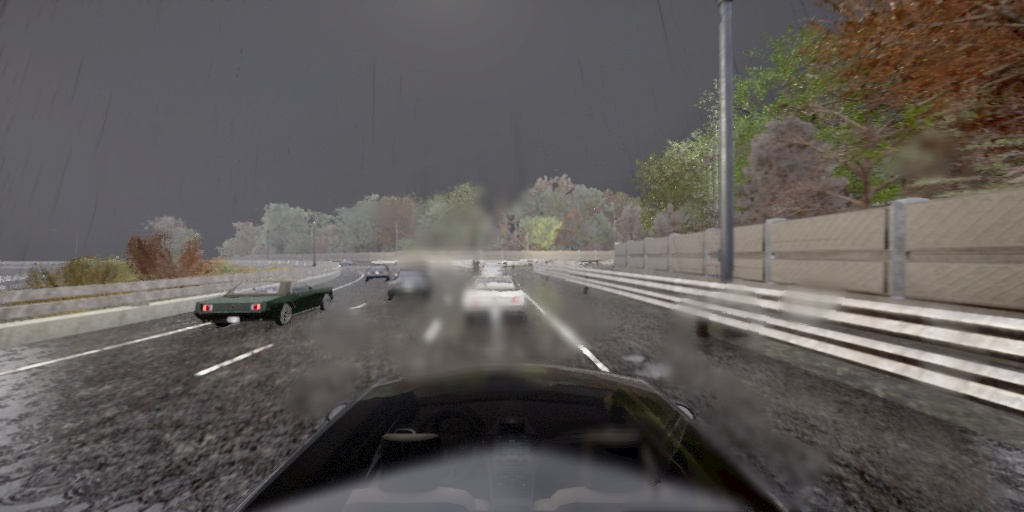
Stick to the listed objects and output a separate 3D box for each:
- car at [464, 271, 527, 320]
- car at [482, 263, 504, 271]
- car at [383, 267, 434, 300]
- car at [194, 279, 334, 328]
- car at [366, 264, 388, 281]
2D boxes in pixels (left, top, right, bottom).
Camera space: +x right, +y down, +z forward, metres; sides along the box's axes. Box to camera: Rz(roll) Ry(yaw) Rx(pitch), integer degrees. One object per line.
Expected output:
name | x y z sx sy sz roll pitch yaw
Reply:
car | -0.626 1.376 12.853 1.895 1.301 4.718 0 0 -4
car | -1.650 1.341 31.065 1.812 1.442 4.674 0 0 -1
car | -5.057 1.371 18.351 1.994 1.385 4.181 0 0 -9
car | -7.630 1.407 11.752 1.895 1.301 4.718 0 0 -6
car | -11.591 1.411 31.229 2.033 1.411 5.357 0 0 -17
